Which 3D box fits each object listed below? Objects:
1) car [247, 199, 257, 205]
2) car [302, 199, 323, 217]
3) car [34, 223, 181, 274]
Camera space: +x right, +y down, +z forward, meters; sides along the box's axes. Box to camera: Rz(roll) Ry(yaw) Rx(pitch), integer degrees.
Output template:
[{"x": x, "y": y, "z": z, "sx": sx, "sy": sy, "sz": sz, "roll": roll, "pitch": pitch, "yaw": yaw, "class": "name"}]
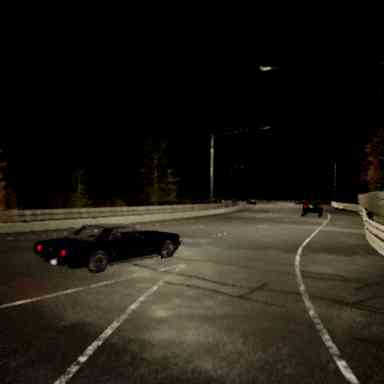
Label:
[{"x": 15.728, "y": 2.668, "z": 87.838, "sx": 2.128, "sy": 1.511, "sz": 4.902, "roll": 1, "pitch": -1, "yaw": -3, "class": "car"}, {"x": 14.416, "y": 1.822, "z": 39.817, "sx": 2.150, "sy": 2.045, "sz": 5.566, "roll": 1, "pitch": -1, "yaw": 22, "class": "car"}, {"x": -2.481, "y": 1.696, "z": 11.012, "sx": 1.895, "sy": 1.301, "sz": 4.718, "roll": 0, "pitch": -1, "yaw": 39, "class": "car"}]
